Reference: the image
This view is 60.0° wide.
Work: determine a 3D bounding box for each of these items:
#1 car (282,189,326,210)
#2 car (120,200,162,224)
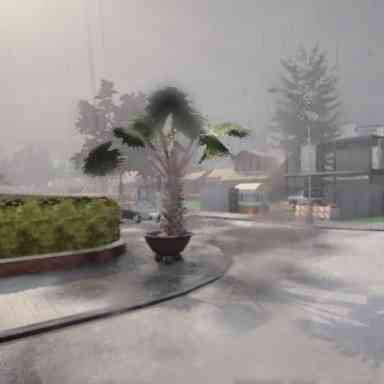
[{"bbox_3d":[10.566,0.663,31.377,3.866,1.878,1.905,-1,0,0],"label":"car"},{"bbox_3d":[-3.825,1.365,23.619,2.128,1.511,4.902,-1,1,-35],"label":"car"}]
